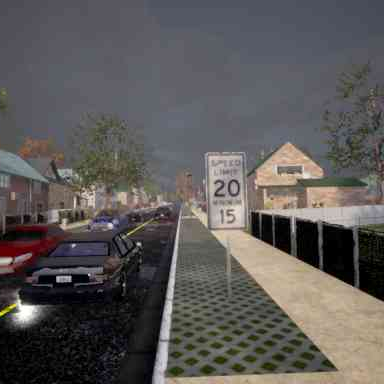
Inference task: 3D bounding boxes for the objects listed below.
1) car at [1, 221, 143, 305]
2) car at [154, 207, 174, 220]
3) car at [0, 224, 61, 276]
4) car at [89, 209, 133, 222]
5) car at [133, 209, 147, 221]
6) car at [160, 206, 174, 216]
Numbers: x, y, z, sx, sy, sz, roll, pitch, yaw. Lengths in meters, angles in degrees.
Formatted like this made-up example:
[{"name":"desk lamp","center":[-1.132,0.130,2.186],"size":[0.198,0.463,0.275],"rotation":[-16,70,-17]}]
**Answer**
[{"name":"car","center":[-2.467,1.737,8.713],"size":[2.033,1.411,5.357],"rotation":[-1,-1,-2]},{"name":"car","center":[-3.331,2.456,38.915],"size":[1.882,1.535,5.008],"rotation":[-1,-1,-1]},{"name":"car","center":[-5.390,1.844,11.188],"size":[1.812,1.442,4.674],"rotation":[-1,-1,-2]},{"name":"car","center":[-5.753,1.986,23.223],"size":[2.097,1.767,4.553],"rotation":[-1,-1,-2]},{"name":"car","center":[-6.119,2.582,36.574],"size":[1.895,1.301,4.718],"rotation":[-1,-1,-1]},{"name":"car","center":[-3.684,2.846,49.354],"size":[1.895,1.301,4.718],"rotation":[-1,-1,-2]}]
